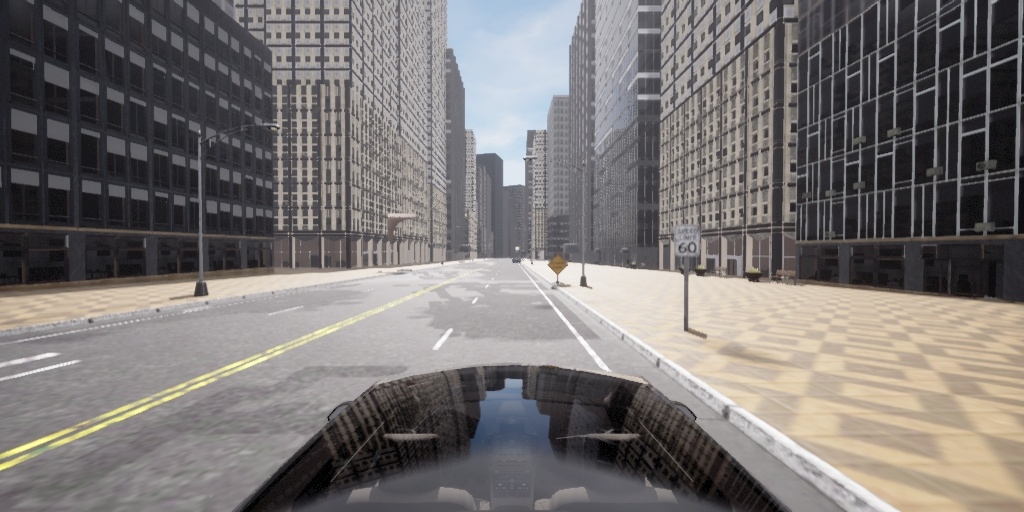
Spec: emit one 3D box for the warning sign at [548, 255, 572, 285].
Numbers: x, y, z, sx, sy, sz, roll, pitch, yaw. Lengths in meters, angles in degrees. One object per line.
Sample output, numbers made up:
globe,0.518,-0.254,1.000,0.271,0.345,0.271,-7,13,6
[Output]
warning sign,2.850,0.834,22.470,1.300,1.860,1.060,0,0,0
